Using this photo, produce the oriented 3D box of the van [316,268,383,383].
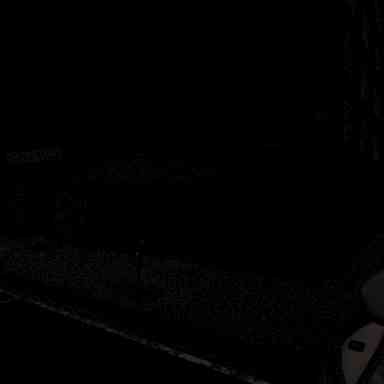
[{"bbox_3d":[2.479,1.342,1.181,3.998,1.788,1.690,0,1,35],"label":"van"}]
